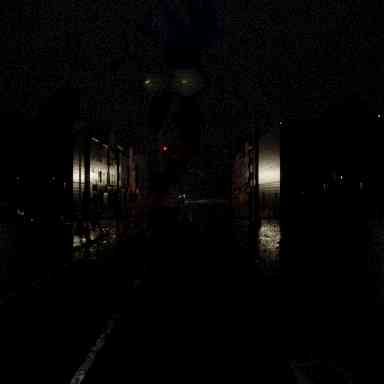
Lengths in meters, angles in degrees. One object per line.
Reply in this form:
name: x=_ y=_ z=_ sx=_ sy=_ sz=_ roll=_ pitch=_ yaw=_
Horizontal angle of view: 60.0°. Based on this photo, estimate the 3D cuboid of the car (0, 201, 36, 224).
car: x=-13.469 y=1.383 z=23.307 sx=4.553 sy=1.767 sz=2.097 roll=0 pitch=0 yaw=-1

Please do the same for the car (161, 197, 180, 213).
car: x=-2.635 y=1.569 z=38.216 sx=1.752 sy=1.417 sz=4.829 roll=0 pitch=0 yaw=0

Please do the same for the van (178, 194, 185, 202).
van: x=-2.639 y=1.524 z=83.229 sx=1.690 sy=1.788 sz=3.998 roll=0 pitch=0 yaw=0

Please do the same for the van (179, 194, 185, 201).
van: x=-2.639 y=1.547 z=88.835 sx=1.690 sy=1.788 sz=3.998 roll=0 pitch=0 yaw=0

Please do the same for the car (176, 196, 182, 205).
car: x=-2.636 y=1.601 z=43.991 sx=1.887 sy=1.381 sz=4.507 roll=0 pitch=0 yaw=0

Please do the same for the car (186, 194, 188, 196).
car: x=-2.638 y=1.457 z=72.018 sx=2.192 sy=1.841 sz=5.009 roll=0 pitch=0 yaw=0

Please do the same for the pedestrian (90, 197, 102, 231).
pedestrian: x=-5.108 y=1.152 z=17.535 sx=0.375 sy=1.860 sz=0.375 roll=0 pitch=0 yaw=0

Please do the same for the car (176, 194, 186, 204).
car: x=-2.637 y=1.544 z=60.807 sx=1.967 sy=1.590 sz=4.097 roll=0 pitch=0 yaw=0

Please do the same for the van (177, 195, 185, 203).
van: x=-2.638 y=1.503 z=77.624 sx=1.690 sy=1.788 sz=3.998 roll=0 pitch=0 yaw=0

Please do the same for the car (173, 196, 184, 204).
car: x=-2.638 y=1.562 z=66.412 sx=1.967 sy=1.590 sz=4.097 roll=0 pitch=0 yaw=0

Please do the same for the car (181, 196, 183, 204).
car: x=-2.637 y=1.652 z=49.596 sx=1.802 sy=1.307 sz=4.206 roll=0 pitch=0 yaw=0
